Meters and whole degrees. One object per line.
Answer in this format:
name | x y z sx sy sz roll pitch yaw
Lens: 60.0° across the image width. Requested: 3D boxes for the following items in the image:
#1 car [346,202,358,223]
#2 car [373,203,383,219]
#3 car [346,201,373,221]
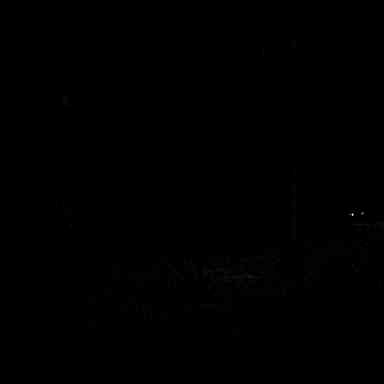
car | 9.347 1.540 24.374 1.947 1.339 4.313 0 0 -35
car | 15.885 1.581 29.030 1.947 1.339 4.313 0 0 -35
car | 10.885 1.209 26.595 2.150 2.045 5.566 0 0 -35
